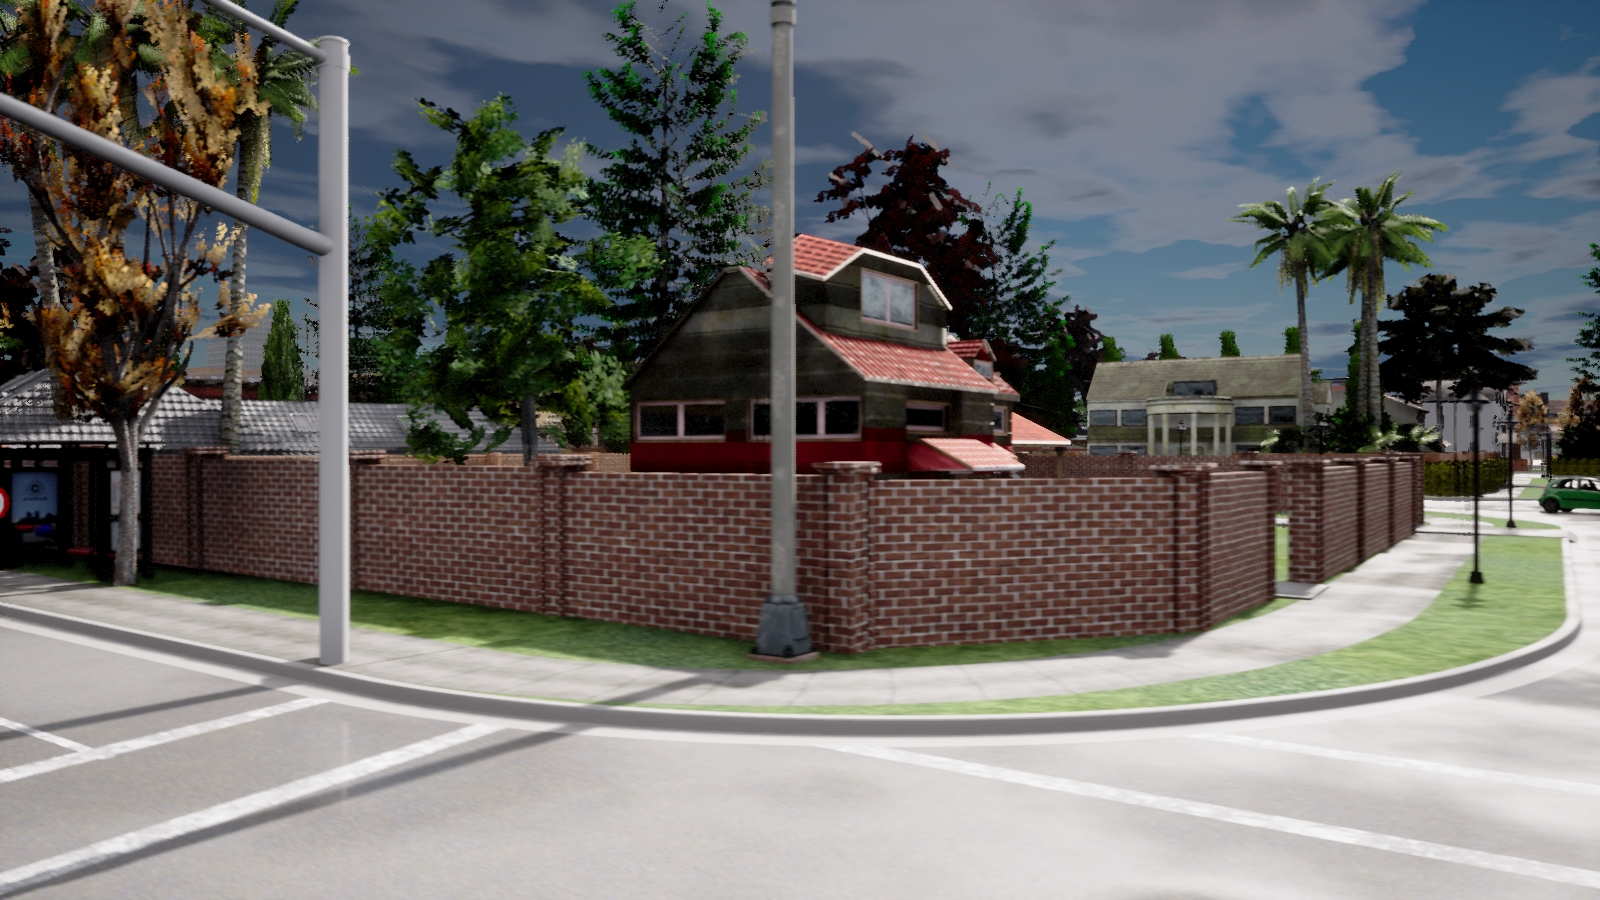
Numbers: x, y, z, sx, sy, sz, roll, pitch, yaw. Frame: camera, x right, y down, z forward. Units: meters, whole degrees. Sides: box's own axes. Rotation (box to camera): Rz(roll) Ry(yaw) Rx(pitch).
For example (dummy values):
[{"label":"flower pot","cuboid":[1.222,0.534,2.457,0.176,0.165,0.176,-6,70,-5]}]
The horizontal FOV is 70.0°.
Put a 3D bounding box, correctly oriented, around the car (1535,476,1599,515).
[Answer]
[{"label":"car","cuboid":[34.743,1.983,49.936,1.851,1.617,3.988,0,0,-35]}]
